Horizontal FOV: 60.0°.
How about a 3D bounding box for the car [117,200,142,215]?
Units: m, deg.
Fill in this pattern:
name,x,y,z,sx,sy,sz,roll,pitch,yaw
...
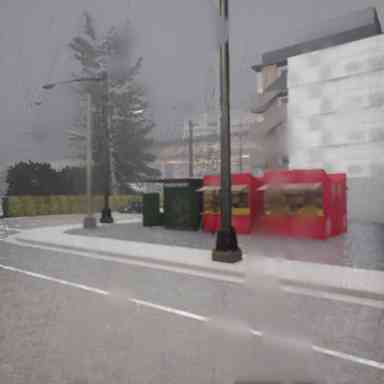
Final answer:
name,x,y,z,sx,sy,sz,roll,pitch,yaw
car,-5.797,1.642,35.674,1.837,1.490,4.892,-1,0,36
